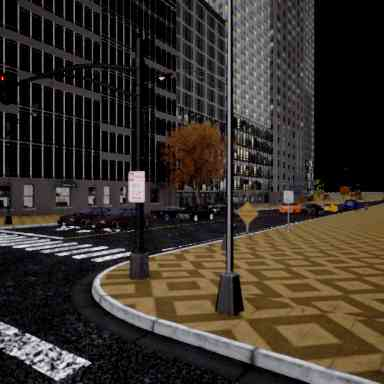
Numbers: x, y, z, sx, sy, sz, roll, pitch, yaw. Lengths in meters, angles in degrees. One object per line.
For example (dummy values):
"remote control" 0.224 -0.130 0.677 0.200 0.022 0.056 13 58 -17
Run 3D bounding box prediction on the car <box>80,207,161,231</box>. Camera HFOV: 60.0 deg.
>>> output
"car" -4.883 1.872 23.634 2.033 1.411 5.357 0 -1 33

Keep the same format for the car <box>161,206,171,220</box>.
"car" -2.338 2.095 33.578 1.895 1.301 4.718 0 -1 33

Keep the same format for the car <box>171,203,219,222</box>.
"car" 0.396 2.003 31.820 1.837 1.490 4.892 0 -1 33

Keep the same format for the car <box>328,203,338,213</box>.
"car" 21.886 2.508 52.975 1.882 1.535 5.008 0 -1 33

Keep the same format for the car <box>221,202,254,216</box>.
"car" 5.866 2.031 40.284 2.097 1.767 4.553 0 -1 33

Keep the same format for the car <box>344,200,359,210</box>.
"car" 31.484 2.535 65.764 2.150 2.045 5.566 0 -1 33

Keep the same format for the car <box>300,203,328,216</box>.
"car" 16.288 2.352 44.210 1.837 1.490 4.892 0 -1 33

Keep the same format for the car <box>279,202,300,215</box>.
"car" 13.751 2.201 46.265 2.097 1.767 4.553 0 -1 33

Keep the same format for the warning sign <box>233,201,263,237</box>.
"warning sign" 3.112 1.453 18.562 1.300 1.860 1.060 1 1 33

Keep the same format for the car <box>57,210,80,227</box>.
"car" -7.535 1.870 25.518 2.033 1.411 5.357 0 -1 33

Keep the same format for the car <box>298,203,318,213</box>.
"car" 19.154 2.574 54.735 2.033 1.411 5.357 0 -1 33

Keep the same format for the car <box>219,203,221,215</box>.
"car" 3.762 2.188 43.015 2.128 1.511 4.902 0 -1 33
